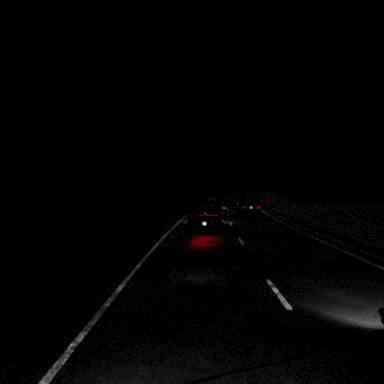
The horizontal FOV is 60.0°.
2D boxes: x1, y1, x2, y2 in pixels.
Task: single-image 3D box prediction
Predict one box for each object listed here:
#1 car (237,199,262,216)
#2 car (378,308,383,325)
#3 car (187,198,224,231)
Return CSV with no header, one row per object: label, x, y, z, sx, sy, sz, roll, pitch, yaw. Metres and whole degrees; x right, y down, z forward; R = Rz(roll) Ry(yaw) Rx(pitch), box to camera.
car,5.077,1.310,29.693,2.033,1.411,5.357,0,1,5
car,3.652,1.530,2.449,2.033,1.411,5.357,0,0,1
car,0.794,1.351,19.503,1.837,1.490,4.892,0,0,4
